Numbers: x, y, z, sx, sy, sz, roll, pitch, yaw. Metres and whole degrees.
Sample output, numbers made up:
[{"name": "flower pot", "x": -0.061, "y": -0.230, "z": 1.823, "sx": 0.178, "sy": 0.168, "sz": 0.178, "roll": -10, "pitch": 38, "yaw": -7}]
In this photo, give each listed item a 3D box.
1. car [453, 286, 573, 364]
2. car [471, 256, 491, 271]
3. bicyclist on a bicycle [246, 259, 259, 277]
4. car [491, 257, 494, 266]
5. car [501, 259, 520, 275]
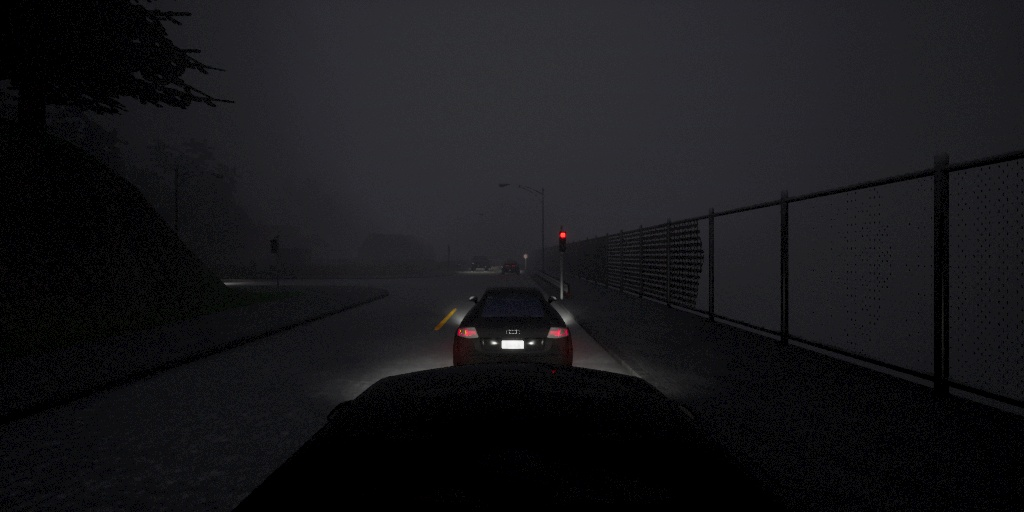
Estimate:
[{"name": "car", "x": 0.019, "y": 1.314, "z": 7.450, "sx": 1.994, "sy": 1.385, "sz": 4.181, "roll": 0, "pitch": 0, "yaw": 0}, {"name": "car", "x": -4.482, "y": 0.972, "z": 50.585, "sx": 2.150, "sy": 2.045, "sz": 5.566, "roll": 0, "pitch": 0, "yaw": 0}, {"name": "bicyclist on a bicycle", "x": -24.042, "y": 1.099, "z": 33.271, "sx": 0.582, "sy": 1.620, "sz": 1.656, "roll": 0, "pitch": 0, "yaw": 0}, {"name": "car", "x": -4.542, "y": 1.276, "z": 60.501, "sx": 1.812, "sy": 1.442, "sz": 4.674, "roll": 0, "pitch": 0, "yaw": 0}, {"name": "car", "x": -0.183, "y": 1.241, "z": 39.693, "sx": 2.128, "sy": 1.511, "sz": 4.902, "roll": 0, "pitch": 0, "yaw": 0}]
